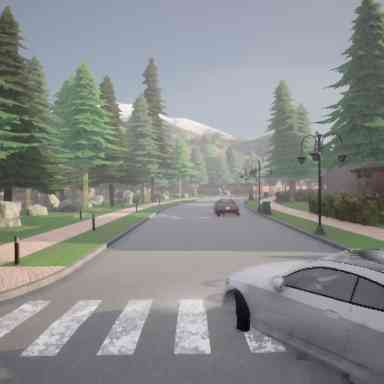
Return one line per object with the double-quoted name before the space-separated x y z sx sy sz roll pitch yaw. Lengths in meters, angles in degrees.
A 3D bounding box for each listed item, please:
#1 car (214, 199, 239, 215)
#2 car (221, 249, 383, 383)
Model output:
"car" 3.005 1.270 29.437 1.994 1.385 4.181 -1 1 2
"car" 2.231 1.514 4.438 1.812 1.442 4.674 -3 1 -29
